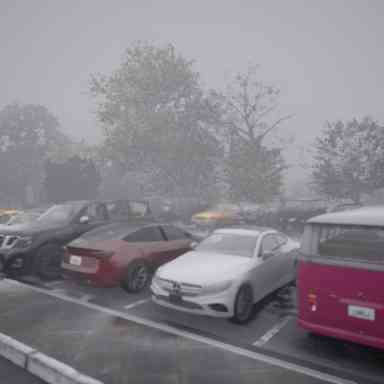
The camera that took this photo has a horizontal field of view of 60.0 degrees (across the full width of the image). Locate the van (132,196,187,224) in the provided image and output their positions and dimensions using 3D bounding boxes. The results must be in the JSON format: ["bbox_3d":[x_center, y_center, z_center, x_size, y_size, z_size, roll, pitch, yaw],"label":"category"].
[{"bbox_3d":[-2.464,1.336,26.240,1.878,1.987,4.442,-1,0,36],"label":"van"}]

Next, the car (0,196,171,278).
[{"bbox_3d":[-3.462,1.261,10.701,2.435,2.045,5.566,0,0,36],"label":"car"}]

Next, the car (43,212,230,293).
[{"bbox_3d":[-1.168,1.534,9.134,2.163,1.488,4.792,0,0,36],"label":"car"}]

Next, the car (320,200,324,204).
[{"bbox_3d":[8.817,1.370,18.001,2.185,1.767,4.553,0,0,36],"label":"car"}]

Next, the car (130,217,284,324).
[{"bbox_3d":[1.075,1.537,7.499,2.002,1.452,4.674,0,0,36],"label":"car"}]

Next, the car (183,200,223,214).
[{"bbox_3d":[1.967,1.519,22.703,1.946,1.575,5.366,0,0,36],"label":"car"}]

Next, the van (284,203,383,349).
[{"bbox_3d":[3.400,1.263,5.979,1.878,1.987,4.442,0,0,36],"label":"van"}]

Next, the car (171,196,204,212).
[{"bbox_3d":[-0.163,1.285,24.486,2.435,2.045,5.566,-1,0,36],"label":"car"}]

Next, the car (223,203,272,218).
[{"bbox_3d":[4.323,1.513,21.241,2.231,1.521,4.892,0,0,36],"label":"car"}]

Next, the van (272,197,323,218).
[{"bbox_3d":[6.649,1.278,19.731,1.878,1.987,4.442,0,0,36],"label":"van"}]
